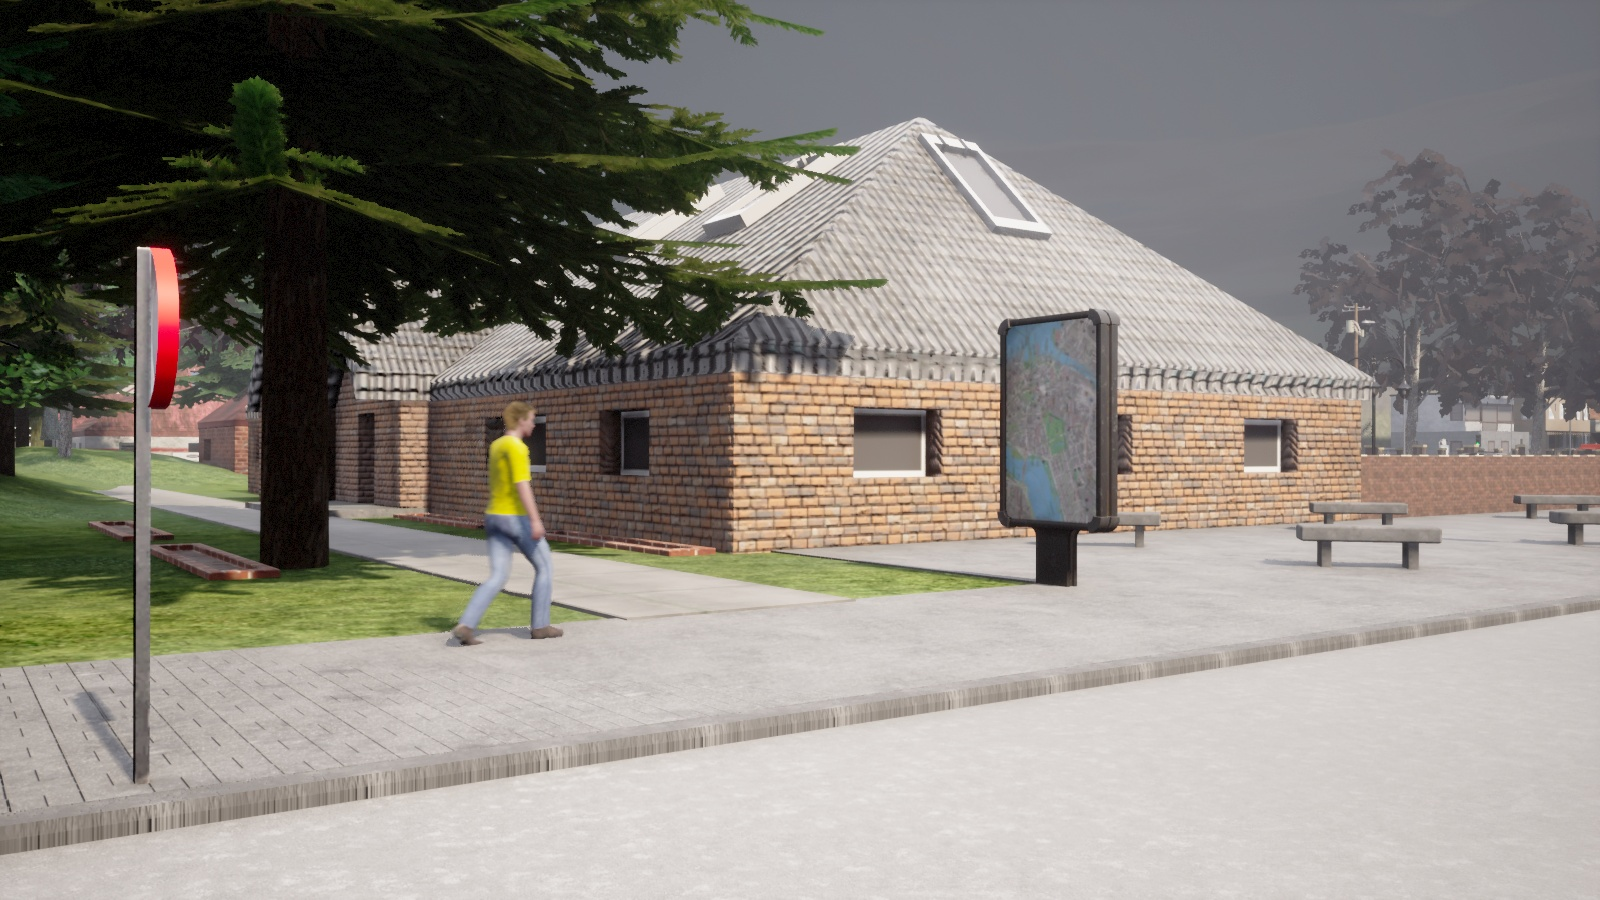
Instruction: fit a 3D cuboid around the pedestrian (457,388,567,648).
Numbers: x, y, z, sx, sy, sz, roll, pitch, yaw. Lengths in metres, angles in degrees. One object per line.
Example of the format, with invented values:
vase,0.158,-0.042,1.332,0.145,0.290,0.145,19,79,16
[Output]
pedestrian,-2.114,0.482,9.230,0.706,1.836,0.354,0,0,-39
